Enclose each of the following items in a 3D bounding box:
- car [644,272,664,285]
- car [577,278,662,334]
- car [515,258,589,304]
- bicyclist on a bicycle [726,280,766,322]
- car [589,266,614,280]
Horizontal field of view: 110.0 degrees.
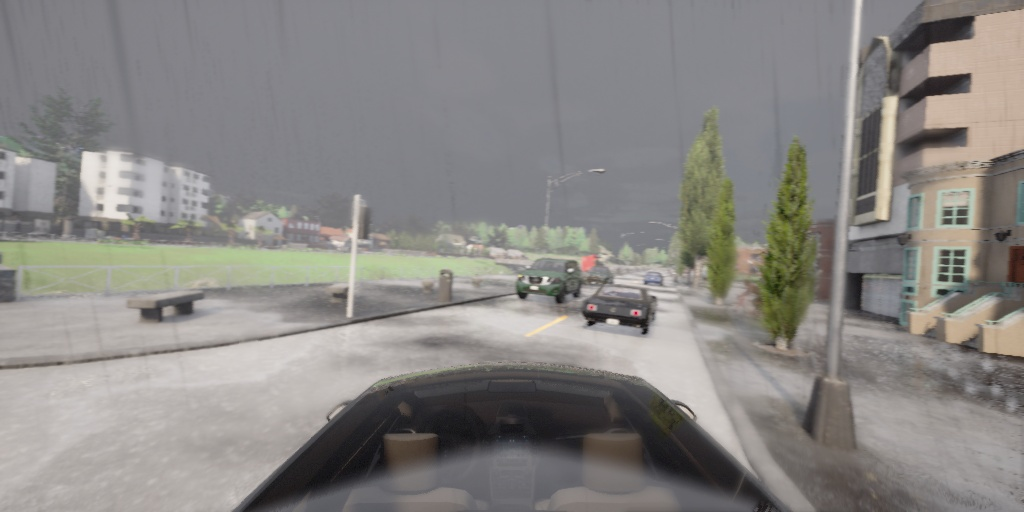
[{"bbox_3d":[15.058,2.382,38.109,2.033,1.411,5.357,4,0,24],"label":"car"},{"bbox_3d":[3.800,1.625,12.081,1.895,1.301,4.718,4,0,25],"label":"car"},{"bbox_3d":[2.091,1.133,18.328,2.150,2.045,5.566,4,0,23],"label":"car"},{"bbox_3d":[9.404,1.763,14.134,1.656,1.620,0.582,4,0,23],"label":"bicyclist on a bicycle"},{"bbox_3d":[7.465,1.650,30.848,2.097,1.767,4.553,4,0,23],"label":"car"}]
